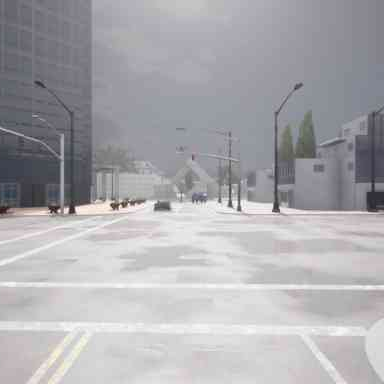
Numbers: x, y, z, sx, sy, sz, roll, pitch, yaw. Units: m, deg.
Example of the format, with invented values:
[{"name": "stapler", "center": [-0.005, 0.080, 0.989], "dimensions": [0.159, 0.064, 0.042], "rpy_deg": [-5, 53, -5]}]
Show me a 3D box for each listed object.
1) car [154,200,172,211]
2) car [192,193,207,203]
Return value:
[{"name": "car", "center": [-3.615, 1.601, 41.563], "dimensions": [1.895, 1.301, 4.718], "rpy_deg": [0, 0, 0]}, {"name": "car", "center": [1.517, 1.221, 69.570], "dimensions": [2.150, 2.045, 5.566], "rpy_deg": [0, 0, 15]}]
